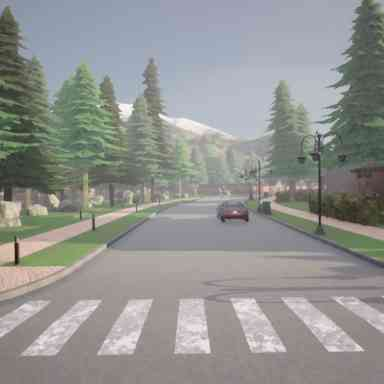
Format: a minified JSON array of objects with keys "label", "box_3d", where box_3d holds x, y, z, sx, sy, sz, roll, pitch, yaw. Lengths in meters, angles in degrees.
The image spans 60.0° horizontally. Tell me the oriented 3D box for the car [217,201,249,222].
[{"label":"car","box_3d":[2.927,1.338,24.488,1.994,1.385,4.181,-1,1,0]}]
